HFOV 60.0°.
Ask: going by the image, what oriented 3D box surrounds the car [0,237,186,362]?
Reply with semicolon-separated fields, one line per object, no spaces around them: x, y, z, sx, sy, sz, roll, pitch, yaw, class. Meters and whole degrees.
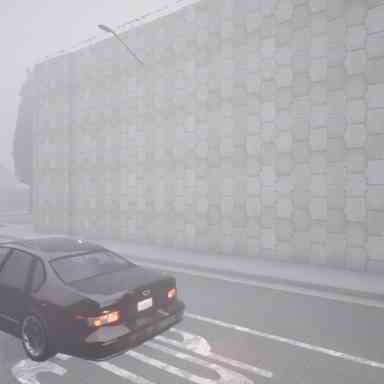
-2.676;1.547;5.890;5.357;1.411;2.033;0;0;35;car
